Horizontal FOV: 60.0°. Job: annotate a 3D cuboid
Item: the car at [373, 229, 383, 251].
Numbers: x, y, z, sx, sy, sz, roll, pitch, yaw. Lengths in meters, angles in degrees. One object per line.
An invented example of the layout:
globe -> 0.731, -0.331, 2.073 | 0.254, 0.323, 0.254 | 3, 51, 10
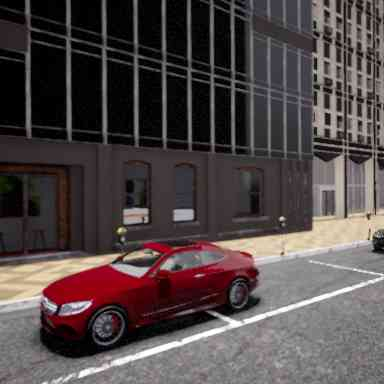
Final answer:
car -> 8.734, 1.560, 12.842 | 4.313, 1.339, 1.947 | 0, 0, -36

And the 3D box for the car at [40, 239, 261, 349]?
car -> -0.524, 1.592, 6.201 | 4.206, 1.307, 1.802 | 0, 0, -36
